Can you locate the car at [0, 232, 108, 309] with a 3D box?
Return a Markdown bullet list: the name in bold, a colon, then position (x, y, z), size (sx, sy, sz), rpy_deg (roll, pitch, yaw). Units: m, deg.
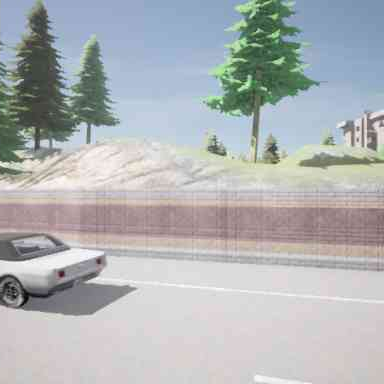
- **car**: position (-4.466, 1.606, 7.663), size (4.718, 1.301, 1.895), rpy_deg (0, 0, 19)
